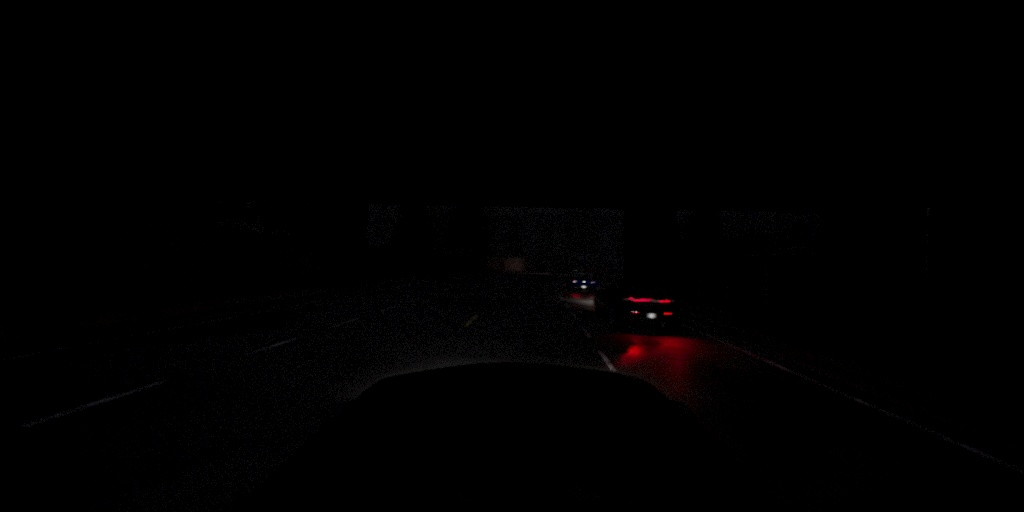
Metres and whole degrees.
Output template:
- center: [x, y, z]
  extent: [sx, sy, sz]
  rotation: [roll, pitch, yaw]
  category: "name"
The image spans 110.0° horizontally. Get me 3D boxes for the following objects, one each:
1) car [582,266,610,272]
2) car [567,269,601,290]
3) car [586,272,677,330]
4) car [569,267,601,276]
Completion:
- center: [12.508, 2.303, 54.727]
  extent: [5.008, 1.535, 1.882]
  rotation: [2, -1, -21]
  category: "car"
- center: [5.119, 1.830, 26.531]
  extent: [1.895, 1.301, 4.718]
  rotation: [2, -1, 6]
  category: "car"
- center: [4.092, 1.509, 12.492]
  extent: [2.128, 1.511, 4.902]
  rotation: [2, -1, 4]
  category: "car"
- center: [11.876, 2.453, 58.500]
  extent: [4.718, 1.301, 1.895]
  rotation: [2, -1, -21]
  category: "car"
